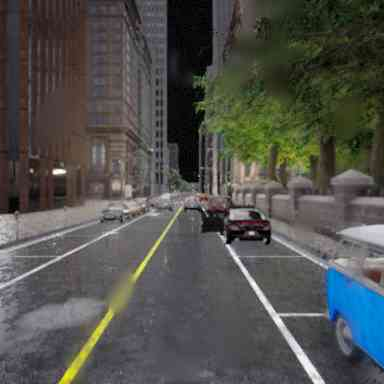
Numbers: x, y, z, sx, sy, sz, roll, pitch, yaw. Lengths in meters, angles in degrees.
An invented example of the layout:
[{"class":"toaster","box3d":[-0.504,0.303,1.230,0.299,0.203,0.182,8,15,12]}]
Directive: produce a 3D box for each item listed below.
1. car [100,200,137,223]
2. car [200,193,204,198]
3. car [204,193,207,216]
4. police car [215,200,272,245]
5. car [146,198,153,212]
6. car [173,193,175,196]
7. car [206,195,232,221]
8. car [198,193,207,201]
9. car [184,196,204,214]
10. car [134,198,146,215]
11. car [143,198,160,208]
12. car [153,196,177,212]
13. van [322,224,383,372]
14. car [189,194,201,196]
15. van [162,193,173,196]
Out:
[{"class":"car","box3d":[-5.766,1.545,25.441,2.008,1.369,4.403,0,0,0]},{"class":"car","box3d":[2.752,1.247,79.646,2.192,1.841,5.009,0,0,0]},{"class":"car","box3d":[2.760,1.299,36.502,2.192,1.841,5.009,0,0,0]},{"class":"police car","box3d":[2.364,1.425,15.786,1.930,1.638,5.238,0,0,0]},{"class":"car","box3d":[-5.766,1.423,36.490,1.967,1.590,4.097,0,0,0]},{"class":"car","box3d":[-5.773,1.371,79.636,1.967,1.590,4.097,0,0,0]},{"class":"car","box3d":[2.760,1.306,30.977,2.192,1.841,5.009,0,0,0]},{"class":"car","box3d":[2.751,1.245,85.087,2.192,1.841,5.009,0,0,0]},{"class":"car","box3d":[0.042,1.543,39.575,1.994,1.385,4.181,0,0,0]},{"class":"car","box3d":[-5.766,1.515,30.795,1.752,1.417,4.829,0,0,0]},{"class":"car","box3d":[-5.768,1.530,47.537,1.947,1.339,4.313,0,0,0]},{"class":"car","box3d":[-3.092,1.488,37.884,1.837,1.490,4.892,0,-1,0]},{"class":"van","box3d":[2.763,1.342,3.355,1.690,1.788,3.998,0,0,0]},{"class":"car","box3d":[0.001,1.439,50.405,1.882,1.535,5.008,0,0,0]},{"class":"van","box3d":[-5.772,1.275,74.195,1.690,1.788,3.998,0,0,0]}]
